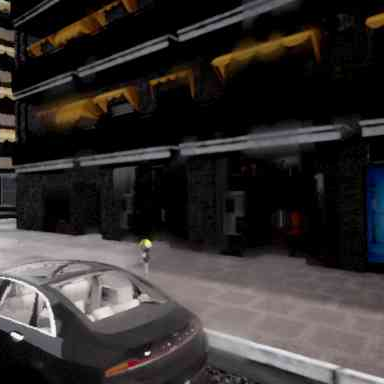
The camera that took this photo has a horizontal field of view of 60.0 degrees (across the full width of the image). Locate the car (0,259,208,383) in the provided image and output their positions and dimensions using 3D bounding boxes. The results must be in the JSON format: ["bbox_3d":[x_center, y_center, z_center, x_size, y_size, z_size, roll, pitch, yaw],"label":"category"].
[{"bbox_3d":[-1.881,1.556,4.232,4.403,1.369,2.008,0,-1,36],"label":"car"}]
